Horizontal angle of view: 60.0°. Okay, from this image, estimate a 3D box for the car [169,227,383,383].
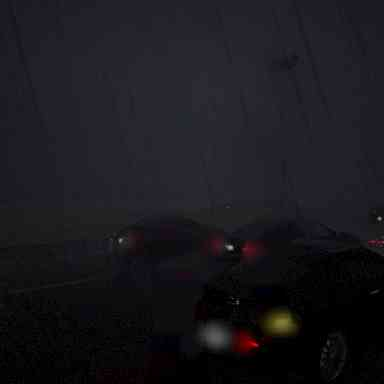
[{"bbox_3d":[2.142,1.500,5.274,4.674,1.442,1.812,0,0,-35],"label":"car"}]

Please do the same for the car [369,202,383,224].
[{"bbox_3d":[13.618,1.377,22.046,4.892,1.490,1.837,0,0,-35],"label":"car"}]

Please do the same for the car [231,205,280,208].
[{"bbox_3d":[6.184,1.384,29.885,4.892,1.490,1.837,0,0,-35],"label":"car"}]

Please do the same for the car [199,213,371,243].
[{"bbox_3d":[3.037,1.502,10.208,5.357,1.411,2.033,0,0,-35],"label":"car"}]

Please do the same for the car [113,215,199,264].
[{"bbox_3d":[-0.651,1.529,11.876,4.181,1.385,1.994,0,0,-35],"label":"car"}]
